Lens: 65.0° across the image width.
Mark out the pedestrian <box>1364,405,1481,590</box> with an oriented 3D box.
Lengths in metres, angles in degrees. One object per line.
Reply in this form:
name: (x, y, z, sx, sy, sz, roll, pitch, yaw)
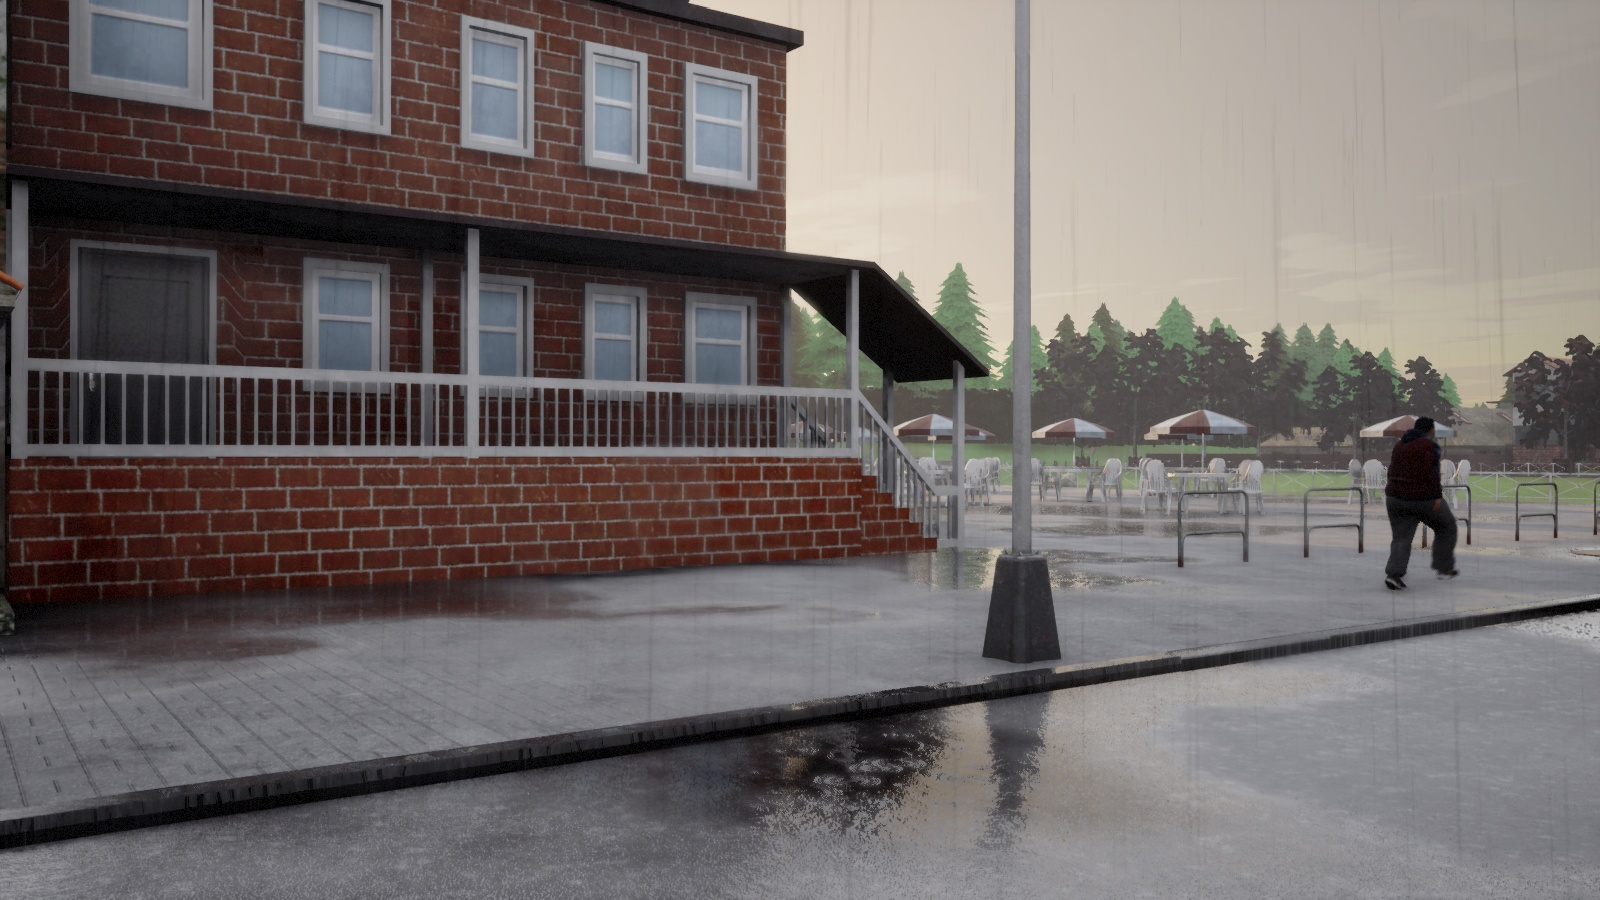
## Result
pedestrian: (6.432, 0.473, 12.989, 0.899, 1.844, 0.634, 0, 0, -20)
